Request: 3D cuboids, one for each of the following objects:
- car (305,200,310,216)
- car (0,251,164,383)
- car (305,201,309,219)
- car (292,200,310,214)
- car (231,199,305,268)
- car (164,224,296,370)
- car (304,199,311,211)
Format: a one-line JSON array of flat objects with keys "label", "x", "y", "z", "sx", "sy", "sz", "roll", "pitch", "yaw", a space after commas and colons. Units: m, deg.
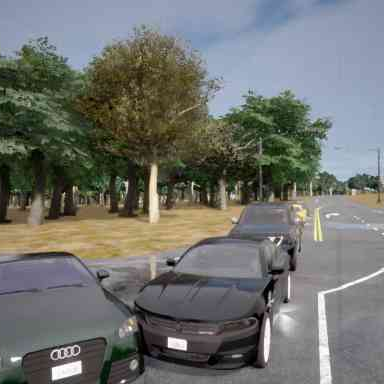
[{"label": "car", "x": 9.263, "y": 1.722, "z": 29.587, "sx": 1.812, "sy": 1.442, "sz": 4.674, "roll": -1, "pitch": 0, "yaw": 20}, {"label": "car", "x": -2.315, "y": 1.643, "z": 4.976, "sx": 1.994, "sy": 1.385, "sz": 4.181, "roll": 1, "pitch": -2, "yaw": -33}, {"label": "car", "x": 7.209, "y": 1.662, "z": 24.081, "sx": 1.882, "sy": 1.535, "sz": 5.008, "roll": -1, "pitch": 0, "yaw": 20}, {"label": "car", "x": 13.275, "y": 1.744, "z": 40.177, "sx": 1.812, "sy": 1.442, "sz": 4.674, "roll": -1, "pitch": 0, "yaw": 21}, {"label": "car", "x": 2.845, "y": 1.458, "z": 12.419, "sx": 2.150, "sy": 2.045, "sz": 5.566, "roll": -2, "pitch": 0, "yaw": 21}, {"label": "car", "x": 0.730, "y": 1.613, "z": 6.276, "sx": 1.882, "sy": 1.535, "sz": 5.008, "roll": -1, "pitch": -2, "yaw": 21}, {"label": "car", "x": 11.285, "y": 1.560, "z": 34.964, "sx": 2.097, "sy": 1.767, "sz": 4.553, "roll": -1, "pitch": 0, "yaw": 21}]
